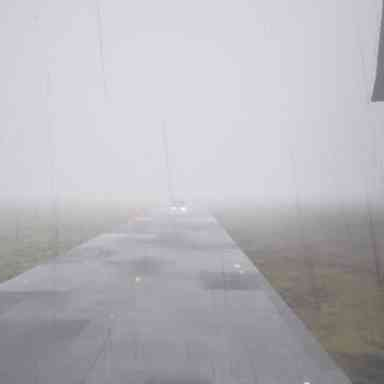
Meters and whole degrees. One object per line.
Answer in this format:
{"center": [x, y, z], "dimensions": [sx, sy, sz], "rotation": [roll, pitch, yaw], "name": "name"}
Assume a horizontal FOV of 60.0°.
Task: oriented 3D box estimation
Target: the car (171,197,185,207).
{"center": [-1.959, 1.401, 47.484], "dimensions": [1.895, 1.301, 4.718], "rotation": [0, 0, -1], "name": "car"}

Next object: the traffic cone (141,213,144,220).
{"center": [-3.852, 1.880, 25.718], "dimensions": [0.340, 0.580, 0.340], "rotation": [0, 0, 0], "name": "traffic cone"}

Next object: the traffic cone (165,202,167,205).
{"center": [-3.852, 1.768, 45.720], "dimensions": [0.340, 0.580, 0.340], "rotation": [0, 0, 0], "name": "traffic cone"}

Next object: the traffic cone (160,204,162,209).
{"center": [-3.852, 1.801, 40.719], "dimensions": [0.340, 0.580, 0.340], "rotation": [0, 0, 0], "name": "traffic cone"}
